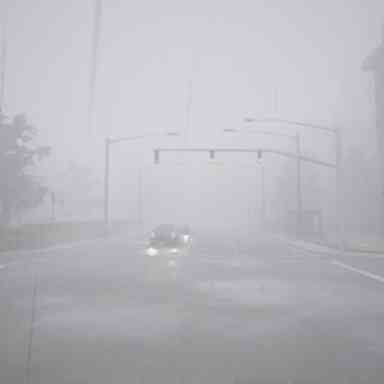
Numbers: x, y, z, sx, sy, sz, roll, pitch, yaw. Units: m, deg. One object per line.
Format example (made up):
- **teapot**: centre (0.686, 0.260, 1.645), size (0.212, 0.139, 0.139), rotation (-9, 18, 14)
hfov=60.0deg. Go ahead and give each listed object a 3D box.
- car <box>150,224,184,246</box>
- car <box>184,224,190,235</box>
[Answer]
- **car**: centre (-2.082, 3.397, 27.121), size (2.097, 1.767, 4.553), rotation (0, -4, 3)
- **car**: centre (-1.272, 4.764, 42.465), size (1.994, 1.385, 4.181), rotation (0, -4, 3)
